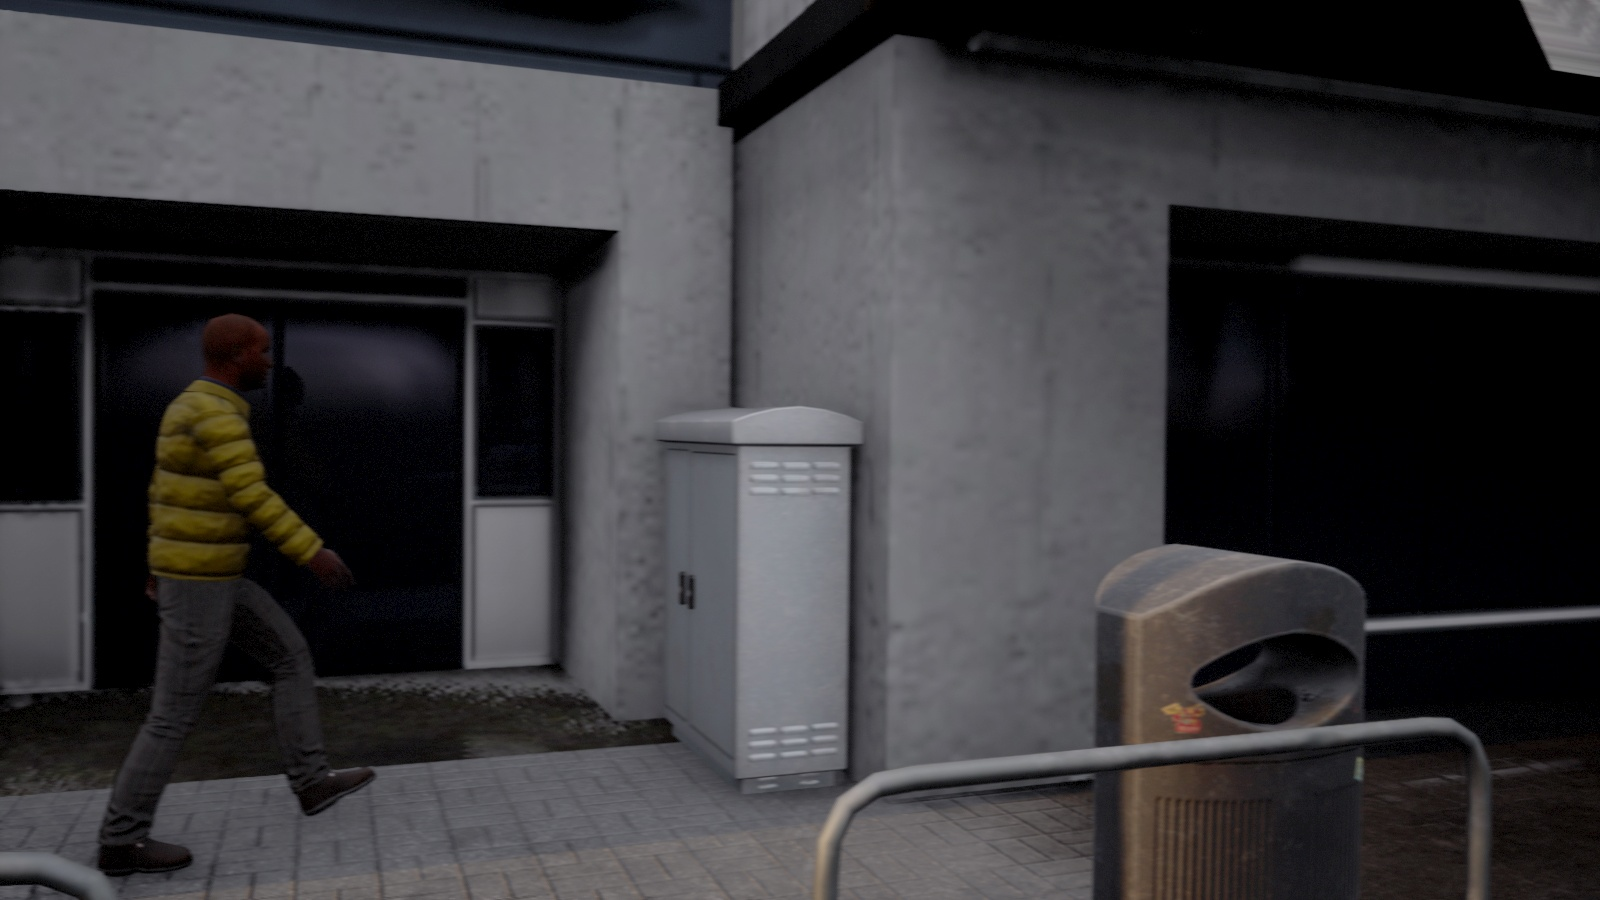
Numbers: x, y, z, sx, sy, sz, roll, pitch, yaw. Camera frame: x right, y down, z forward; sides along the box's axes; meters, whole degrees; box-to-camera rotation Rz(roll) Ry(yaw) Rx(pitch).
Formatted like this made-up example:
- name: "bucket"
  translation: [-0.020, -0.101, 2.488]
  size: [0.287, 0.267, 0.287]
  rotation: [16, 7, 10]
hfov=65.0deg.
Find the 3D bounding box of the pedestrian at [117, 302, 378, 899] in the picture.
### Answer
- name: "pedestrian"
  translation: [-1.829, 0.460, 4.164]
  size: [0.726, 1.835, 0.370]
  rotation: [-1, 1, -30]
